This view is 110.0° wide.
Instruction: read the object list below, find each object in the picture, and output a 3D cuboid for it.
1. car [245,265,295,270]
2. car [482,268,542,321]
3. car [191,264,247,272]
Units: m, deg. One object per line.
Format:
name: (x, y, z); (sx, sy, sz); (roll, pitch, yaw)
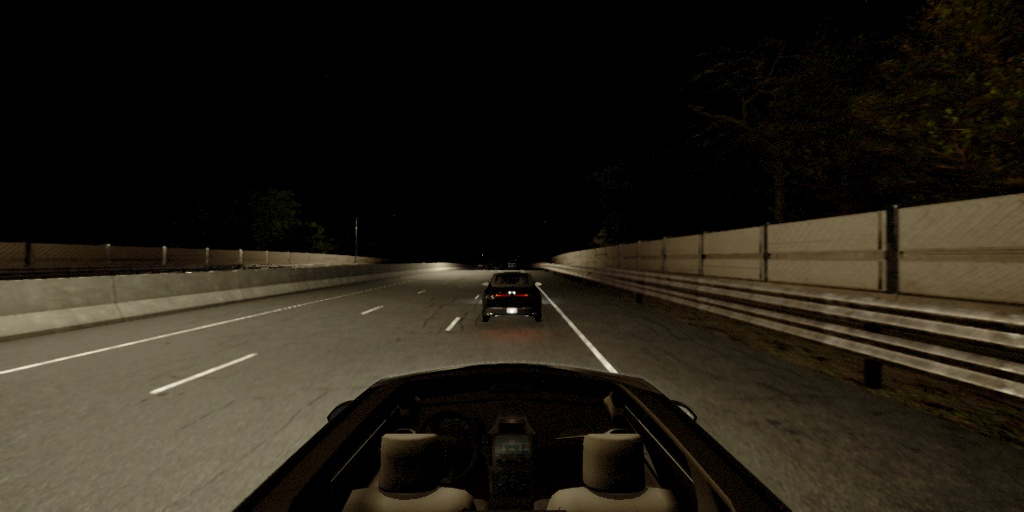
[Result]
car: (-17.548, 1.457, 27.252); (1.994, 1.385, 4.181); (0, -1, 1)
car: (0.000, 1.324, 12.561); (1.837, 1.490, 4.892); (0, -1, 0)
car: (-21.049, 1.384, 27.199); (2.128, 1.511, 4.902); (0, -1, 0)
